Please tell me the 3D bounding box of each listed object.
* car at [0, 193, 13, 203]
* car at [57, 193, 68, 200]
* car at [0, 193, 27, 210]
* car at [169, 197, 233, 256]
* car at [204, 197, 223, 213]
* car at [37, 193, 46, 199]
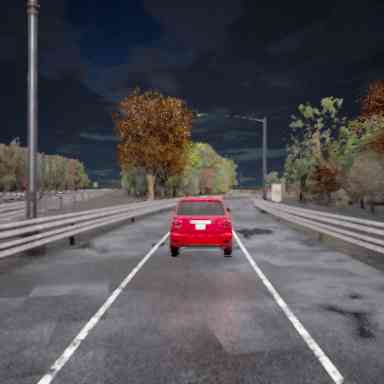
[{"bbox_3d":[-29.035,0.873,50.317,2.128,1.511,4.902,0,0,-12],"label":"car"},{"bbox_3d":[-24.830,0.918,64.457,1.895,1.301,4.718,0,0,-12],"label":"car"},{"bbox_3d":[-18.325,1.039,34.356,2.128,1.511,4.902,0,0,-12],"label":"car"},{"bbox_3d":[0.394,1.215,13.237,2.150,2.045,5.566,0,0,3],"label":"car"},{"bbox_3d":[2.563,1.448,38.645,1.882,1.535,5.008,0,0,7],"label":"car"},{"bbox_3d":[-27.106,0.889,58.421,2.033,1.411,5.357,0,0,-12],"label":"car"}]
